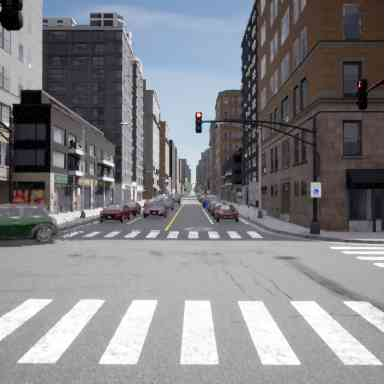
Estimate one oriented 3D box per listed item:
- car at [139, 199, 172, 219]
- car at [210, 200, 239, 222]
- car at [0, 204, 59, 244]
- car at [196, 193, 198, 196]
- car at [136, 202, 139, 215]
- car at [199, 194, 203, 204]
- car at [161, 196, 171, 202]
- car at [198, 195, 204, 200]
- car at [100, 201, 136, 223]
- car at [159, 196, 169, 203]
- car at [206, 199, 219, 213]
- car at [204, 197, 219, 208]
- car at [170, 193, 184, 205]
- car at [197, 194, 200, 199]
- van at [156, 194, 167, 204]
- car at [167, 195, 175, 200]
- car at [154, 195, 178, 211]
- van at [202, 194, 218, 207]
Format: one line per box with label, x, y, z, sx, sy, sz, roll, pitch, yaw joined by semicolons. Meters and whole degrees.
car;-3.150;1.571;29.505;1.994;1.385;4.181;0;0;0
car;2.634;1.588;25.978;1.802;1.307;4.206;1;0;0
car;-8.206;1.319;14.166;4.553;1.767;2.097;1;-1;-34
car;2.543;1.349;82.712;2.192;1.841;5.009;1;0;0
car;-5.901;1.552;31.646;1.887;1.381;4.507;1;0;0
car;2.599;1.329;48.672;2.192;1.841;5.009;1;0;0
car;-5.975;1.582;77.029;2.008;1.369;4.403;1;0;0
car;2.523;1.565;94.229;1.752;1.417;4.829;1;0;0
car;-5.892;1.551;25.973;1.887;1.381;4.507;1;0;0
car;-5.966;1.609;71.356;1.802;1.307;4.206;1;0;0
car;2.624;1.589;31.651;1.802;1.307;4.206;1;0;0
car;2.615;1.591;37.325;1.802;1.307;4.206;1;0;0
car;-3.097;1.249;59.869;2.150;2.045;5.566;0;0;0
car;2.559;1.593;71.365;1.947;1.339;4.313;1;0;0
van;-5.955;1.365;65.683;1.690;1.788;3.998;1;0;0
car;-6.003;1.584;94.048;1.887;1.381;4.507;1;0;0
car;-3.165;1.500;41.027;2.128;1.511;4.902;0;0;0
van;2.608;1.353;42.999;1.690;1.788;3.998;1;0;0
